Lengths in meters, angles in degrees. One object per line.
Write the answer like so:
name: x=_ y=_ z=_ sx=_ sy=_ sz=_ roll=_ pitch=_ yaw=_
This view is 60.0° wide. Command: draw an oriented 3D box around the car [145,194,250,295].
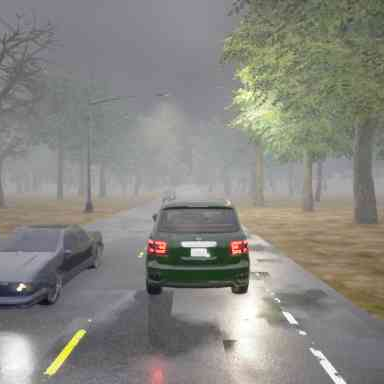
car: x=0.091 y=1.188 z=8.806 sx=2.150 sy=2.045 sz=5.566 roll=0 pitch=0 yaw=-1

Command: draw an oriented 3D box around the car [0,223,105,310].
car: x=-3.617 y=1.518 z=8.218 sx=2.033 sy=1.411 sz=5.357 roll=0 pitch=0 yaw=0

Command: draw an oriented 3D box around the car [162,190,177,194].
car: x=-3.607 y=0.691 z=54.102 sx=2.150 sy=2.045 sz=5.566 roll=0 pitch=1 yaw=0

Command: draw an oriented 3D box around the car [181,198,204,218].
car: x=0.032 y=1.327 z=28.287 sx=1.812 sy=1.442 sz=4.674 roll=0 pitch=0 yaw=0
